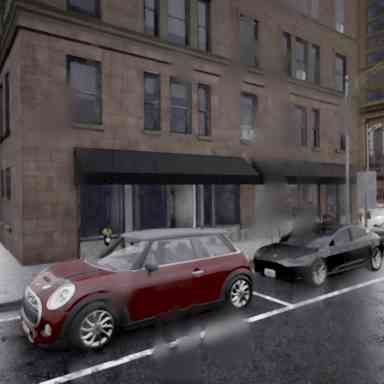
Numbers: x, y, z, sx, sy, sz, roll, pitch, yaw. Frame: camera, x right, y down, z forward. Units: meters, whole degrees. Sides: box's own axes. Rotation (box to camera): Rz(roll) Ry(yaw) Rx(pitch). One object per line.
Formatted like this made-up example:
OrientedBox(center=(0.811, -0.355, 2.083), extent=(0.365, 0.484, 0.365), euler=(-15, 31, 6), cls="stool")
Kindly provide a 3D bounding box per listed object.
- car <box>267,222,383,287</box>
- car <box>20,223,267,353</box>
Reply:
OrientedBox(center=(3.638, 1.561, 9.261), extent=(4.313, 1.339, 1.947), euler=(0, -1, -36), cls="car")
OrientedBox(center=(-0.843, 1.438, 6.062), extent=(4.097, 1.590, 1.967), euler=(0, -1, -36), cls="car")
